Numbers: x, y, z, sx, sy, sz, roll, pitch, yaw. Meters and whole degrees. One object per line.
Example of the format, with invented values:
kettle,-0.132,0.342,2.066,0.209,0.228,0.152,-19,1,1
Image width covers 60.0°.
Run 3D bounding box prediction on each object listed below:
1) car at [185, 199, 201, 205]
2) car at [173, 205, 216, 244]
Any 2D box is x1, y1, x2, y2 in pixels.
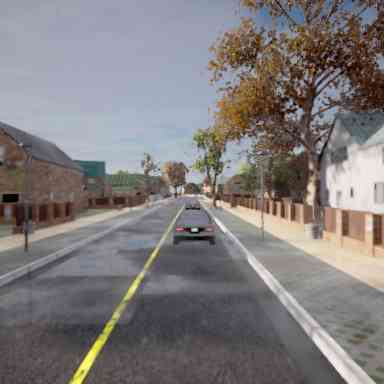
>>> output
car,0.104,1.591,39.700,2.033,1.411,5.357,0,0,0
car,0.102,1.564,15.796,2.033,1.411,5.357,0,0,0
